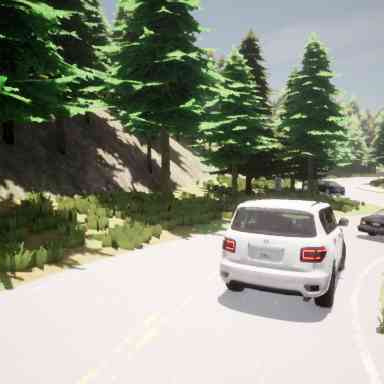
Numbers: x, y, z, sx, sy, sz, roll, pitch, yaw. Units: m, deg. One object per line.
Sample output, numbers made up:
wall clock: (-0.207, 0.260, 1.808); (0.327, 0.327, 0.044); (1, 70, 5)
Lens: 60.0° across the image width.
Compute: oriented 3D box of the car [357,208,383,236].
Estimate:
car: (10.134, 1.412, 15.818); (5.357, 1.411, 2.033); (-1, 5, -32)

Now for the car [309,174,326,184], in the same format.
car: (22.069, -2.327, 58.241); (1.882, 1.535, 5.008); (3, 6, 31)

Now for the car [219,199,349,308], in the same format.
car: (2.552, 1.199, 8.370); (2.150, 2.045, 5.566); (3, 2, 27)

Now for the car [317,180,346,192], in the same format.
car: (16.079, -0.557, 38.919); (1.882, 1.535, 5.008); (-1, 5, -2)
